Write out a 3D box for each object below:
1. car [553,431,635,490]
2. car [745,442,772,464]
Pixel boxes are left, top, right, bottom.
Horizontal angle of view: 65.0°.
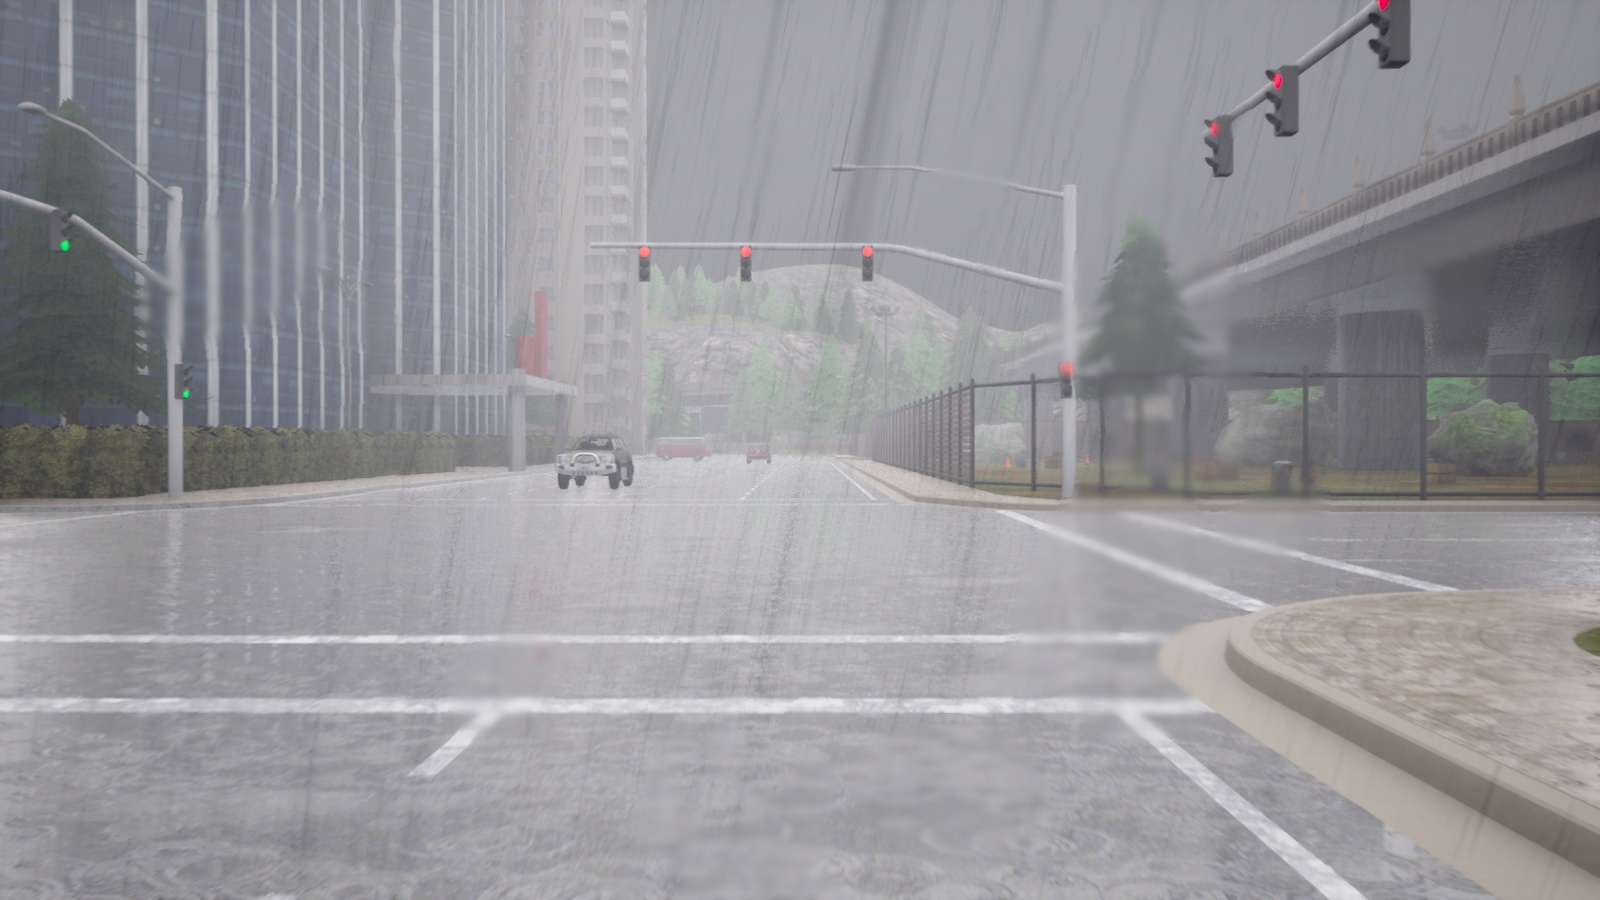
[{"bbox_3d":[-6.748,0.323,41.606,1.932,1.855,4.605,0,0,0],"label":"car"},{"bbox_3d":[-2.971,0.211,90.858,1.789,1.549,3.705,0,0,0],"label":"car"}]
